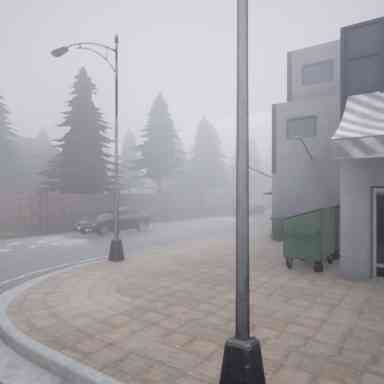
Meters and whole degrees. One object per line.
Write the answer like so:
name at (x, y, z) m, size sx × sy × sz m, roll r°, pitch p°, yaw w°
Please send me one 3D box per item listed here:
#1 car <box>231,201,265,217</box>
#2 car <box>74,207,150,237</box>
car at (5.666, 1.680, 33.439) m, size 1.837 × 1.490 × 4.892 m, roll 0°, pitch 0°, yaw 37°
car at (-4.566, 1.680, 19.621) m, size 1.837 × 1.490 × 4.892 m, roll 0°, pitch 0°, yaw 36°
